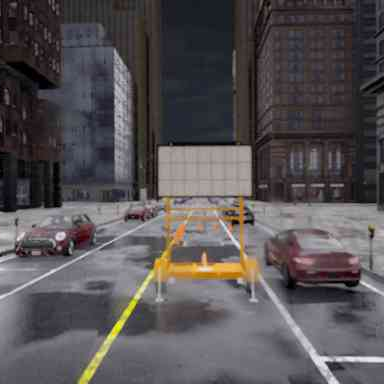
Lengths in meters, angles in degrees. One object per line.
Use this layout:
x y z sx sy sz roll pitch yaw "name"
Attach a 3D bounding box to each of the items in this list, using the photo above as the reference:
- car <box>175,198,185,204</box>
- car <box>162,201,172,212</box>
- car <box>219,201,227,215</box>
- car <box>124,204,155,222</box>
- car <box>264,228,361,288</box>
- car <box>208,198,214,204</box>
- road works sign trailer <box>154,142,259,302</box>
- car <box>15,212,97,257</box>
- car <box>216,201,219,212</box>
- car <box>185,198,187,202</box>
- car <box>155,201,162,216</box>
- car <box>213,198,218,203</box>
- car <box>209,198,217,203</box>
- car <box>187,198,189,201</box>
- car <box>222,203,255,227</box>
-3.289 2.220 78.007 1.802 1.307 4.206 -1 0 2 "car"
-4.296 1.971 45.674 2.008 1.369 4.403 -1 0 2 "car"
3.745 1.818 29.984 1.947 1.339 4.313 -1 -1 2 "car"
-4.798 1.837 29.549 1.887 1.381 4.507 -1 -1 2 "car"
3.098 1.652 9.183 1.802 1.307 4.206 -1 -1 2 "car"
5.237 2.119 77.921 1.752 1.417 4.829 -1 0 2 "car"
0.326 0.542 8.464 2.380 3.560 2.880 0 -1 1 "road works sign trailer"
-5.302 1.592 13.424 1.967 1.590 4.097 -1 -1 2 "car"
3.907 1.845 35.183 2.008 1.369 4.403 -1 0 2 "car"
-3.117 1.987 83.686 2.192 1.841 5.009 -1 0 2 "car"
-4.630 1.918 34.923 1.802 1.307 4.206 -1 -1 2 "car"
4.235 1.902 45.754 1.752 1.417 4.829 -1 0 2 "car"
5.585 2.224 89.105 1.947 1.339 4.313 -1 0 2 "car"
-2.764 2.049 95.040 2.192 1.841 5.009 -1 0 2 "car"
3.583 1.774 24.783 1.947 1.339 4.313 -1 -1 2 "car"
